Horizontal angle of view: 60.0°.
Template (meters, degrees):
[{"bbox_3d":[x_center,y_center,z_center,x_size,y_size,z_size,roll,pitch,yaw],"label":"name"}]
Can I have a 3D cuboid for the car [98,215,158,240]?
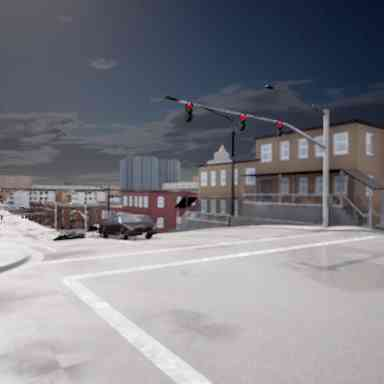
[{"bbox_3d":[-4.108,2.141,20.402,2.033,1.411,5.357,1,-5,-34],"label":"car"}]

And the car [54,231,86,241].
[{"bbox_3d":[-11.336,4.279,30.866,1.895,1.301,4.718,1,-13,-35],"label":"car"}]
